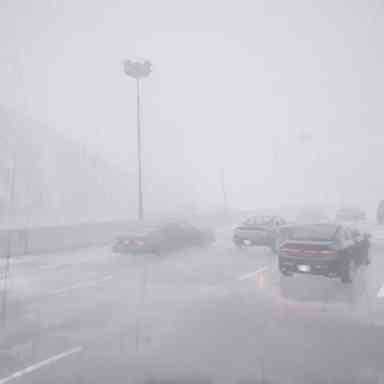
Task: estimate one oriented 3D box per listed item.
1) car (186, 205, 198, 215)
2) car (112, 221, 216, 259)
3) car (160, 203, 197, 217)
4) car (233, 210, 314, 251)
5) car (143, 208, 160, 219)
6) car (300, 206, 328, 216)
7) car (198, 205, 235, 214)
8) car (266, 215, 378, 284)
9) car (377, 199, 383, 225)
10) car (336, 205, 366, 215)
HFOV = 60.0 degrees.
[{"bbox_3d":[1.956,2.704,42.739,2.033,1.411,5.357,-3,-2,37],"label":"car"},{"bbox_3d":[-1.039,2.008,14.933,2.033,1.411,5.357,-3,-2,36],"label":"car"},{"bbox_3d":[-1.247,2.514,44.322,2.150,2.045,5.566,-3,-2,37],"label":"car"},{"bbox_3d":[3.693,1.835,15.462,2.128,1.511,4.902,-3,-2,36],"label":"car"},{"bbox_3d":[-4.783,2.925,45.428,1.837,1.490,4.892,-3,-2,37],"label":"car"},{"bbox_3d":[11.709,2.080,32.200,2.128,1.511,4.902,-3,-2,36],"label":"car"},{"bbox_3d":[3.213,2.357,38.614,2.097,1.767,4.553,-3,-2,37],"label":"car"},{"bbox_3d":[4.268,1.690,10.359,1.837,1.490,4.892,-3,-2,36],"label":"car"},{"bbox_3d":[16.277,1.527,26.632,2.150,2.045,5.566,-3,-2,36],"label":"car"},{"bbox_3d":[14.218,1.941,29.710,2.128,1.511,4.902,-3,-2,36],"label":"car"}]
